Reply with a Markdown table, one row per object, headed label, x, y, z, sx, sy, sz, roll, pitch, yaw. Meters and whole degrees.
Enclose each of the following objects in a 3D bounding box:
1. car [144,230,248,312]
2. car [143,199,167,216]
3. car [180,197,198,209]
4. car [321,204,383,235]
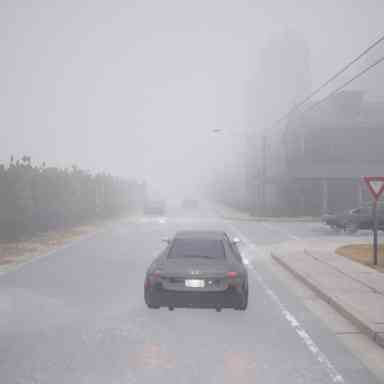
| label | x | y | z | sx | sy | sz | roll | pitch | yaw |
| --- | --- | --- | --- | --- | --- | --- | --- | --- | --- |
| car | 0.199 | 1.564 | 7.815 | 1.994 | 1.385 | 4.181 | 0 | 0 | 4 |
| car | -3.573 | 1.478 | 32.663 | 1.882 | 1.535 | 5.008 | 0 | 0 | 0 |
| car | -0.464 | 1.478 | 46.777 | 1.882 | 1.535 | 5.008 | 0 | 0 | -10 |
| car | 9.595 | 1.464 | 18.070 | 4.902 | 1.511 | 2.128 | 0 | 0 | -1 |
